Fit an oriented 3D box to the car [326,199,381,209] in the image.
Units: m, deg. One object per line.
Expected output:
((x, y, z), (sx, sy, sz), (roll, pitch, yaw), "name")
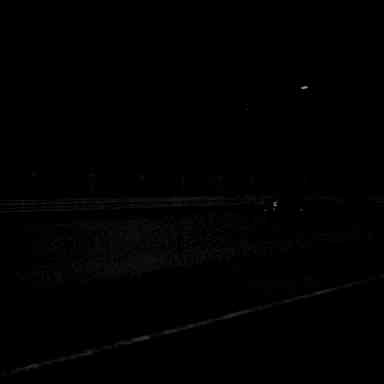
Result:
((11.656, 1.260, 23.053), (4.181, 1.385, 1.994), (0, 1, -32), "car")

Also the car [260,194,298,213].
((8.096, 0.967, 29.079), (4.553, 1.767, 2.097), (0, 1, -32), "car")

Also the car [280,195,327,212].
((9.729, 1.204, 25.976), (5.357, 1.411, 2.033), (0, 1, -32), "car")
